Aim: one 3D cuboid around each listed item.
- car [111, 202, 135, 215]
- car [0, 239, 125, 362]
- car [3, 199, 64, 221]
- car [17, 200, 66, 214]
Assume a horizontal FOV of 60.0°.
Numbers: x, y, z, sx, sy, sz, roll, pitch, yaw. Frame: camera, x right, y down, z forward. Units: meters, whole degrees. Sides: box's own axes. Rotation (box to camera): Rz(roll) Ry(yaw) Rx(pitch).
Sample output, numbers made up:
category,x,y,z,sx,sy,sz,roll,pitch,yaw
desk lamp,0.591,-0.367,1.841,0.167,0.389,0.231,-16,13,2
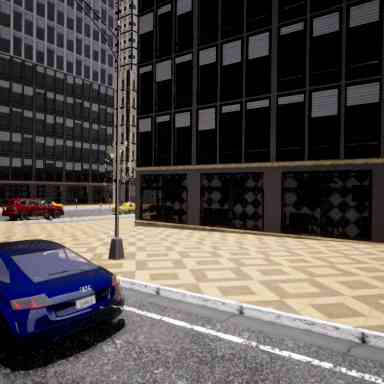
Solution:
category,x,y,z,sx,sy,sz,roll,pitch,yaw
car,-7.035,1.830,38.391,1.752,1.417,4.829,1,0,36
car,-3.195,1.561,5.944,4.181,1.385,1.994,0,0,34
car,-13.798,1.520,29.153,2.192,1.841,5.009,1,0,36
car,-17.331,1.643,38.515,1.752,1.417,4.829,1,0,36
